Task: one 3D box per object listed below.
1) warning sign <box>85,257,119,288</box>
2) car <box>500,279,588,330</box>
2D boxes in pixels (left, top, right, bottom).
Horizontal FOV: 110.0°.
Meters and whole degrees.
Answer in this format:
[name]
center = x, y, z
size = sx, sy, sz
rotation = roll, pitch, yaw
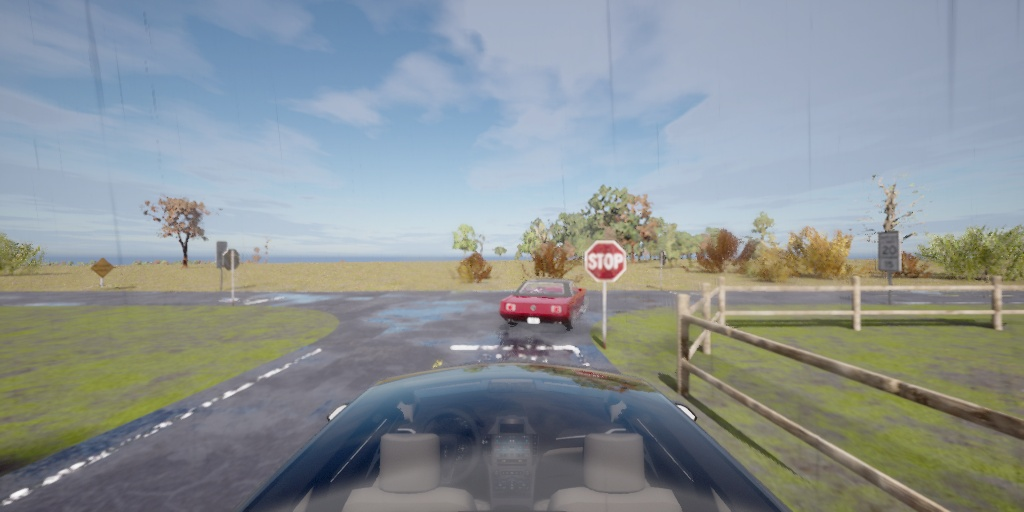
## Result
[warning sign]
center = -25.390, 1.006, 22.204
size = 1.060, 1.860, 1.300
rotation = 0, 0, 0
[car]
center = 1.243, 1.387, 11.362
size = 1.895, 1.301, 4.718
rotation = 0, 0, 18
